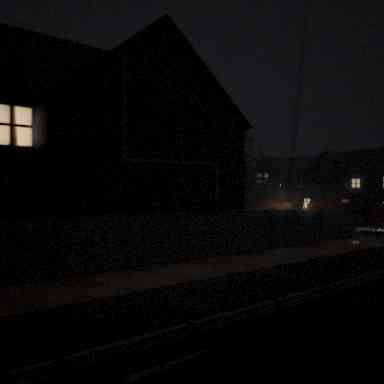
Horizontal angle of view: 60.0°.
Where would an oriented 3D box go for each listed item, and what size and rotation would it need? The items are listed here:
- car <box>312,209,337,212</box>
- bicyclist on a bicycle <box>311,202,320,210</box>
[{"bbox_3d":[10.359,2.007,25.745,1.994,1.385,4.181,-1,-1,-35],"label":"car"},{"bbox_3d":[12.295,1.799,33.086,1.656,1.620,0.582,-1,-1,-36],"label":"bicyclist on a bicycle"}]
